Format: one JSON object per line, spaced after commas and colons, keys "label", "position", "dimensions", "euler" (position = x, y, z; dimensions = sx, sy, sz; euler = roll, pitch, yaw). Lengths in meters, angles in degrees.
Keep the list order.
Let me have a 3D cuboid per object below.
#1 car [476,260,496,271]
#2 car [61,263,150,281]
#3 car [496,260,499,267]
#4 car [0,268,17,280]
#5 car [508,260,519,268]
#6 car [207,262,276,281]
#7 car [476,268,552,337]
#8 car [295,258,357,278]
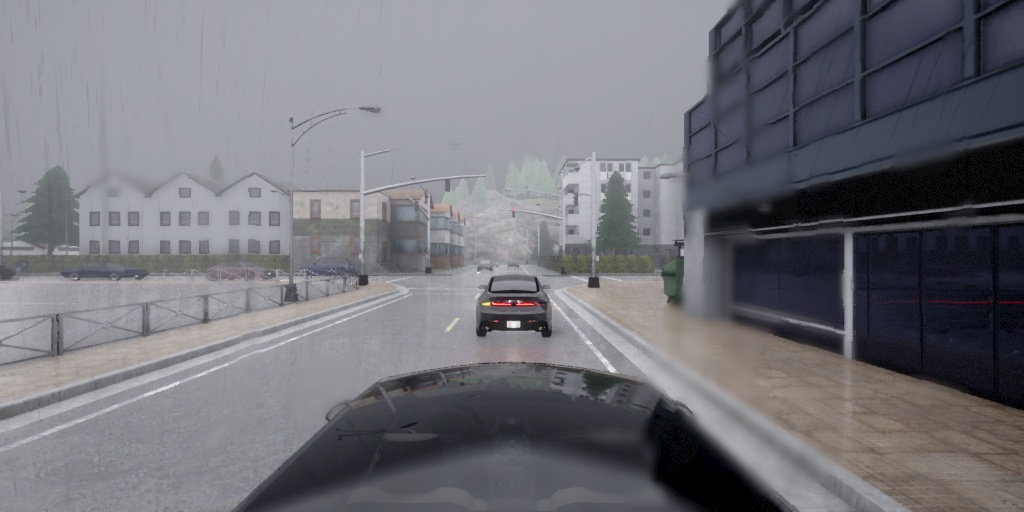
{"label": "car", "position": [-3.518, 1.276, 47.700], "dimensions": [1.812, 1.442, 4.674], "euler": [0, 0, 0]}
{"label": "car", "position": [-29.904, 1.174, 26.509], "dimensions": [4.718, 1.301, 1.895], "euler": [0, 0, 0]}
{"label": "car", "position": [-3.432, 1.351, 64.453], "dimensions": [1.895, 1.301, 4.718], "euler": [0, 0, 1]}
{"label": "car", "position": [-40.126, 1.174, 26.592], "dimensions": [4.718, 1.301, 1.895], "euler": [0, 0, 1]}
{"label": "car", "position": [0.199, 1.351, 60.949], "dimensions": [1.895, 1.301, 4.718], "euler": [0, 0, -1]}
{"label": "car", "position": [-19.883, 1.138, 26.460], "dimensions": [4.181, 1.385, 1.994], "euler": [0, 0, 0]}
{"label": "car", "position": [0.070, 1.255, 10.298], "dimensions": [1.837, 1.490, 4.892], "euler": [0, 0, 1]}
{"label": "car", "position": [-15.598, 0.926, 30.130], "dimensions": [4.553, 1.767, 2.097], "euler": [0, 0, -1]}
